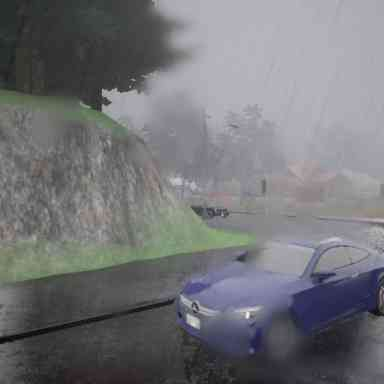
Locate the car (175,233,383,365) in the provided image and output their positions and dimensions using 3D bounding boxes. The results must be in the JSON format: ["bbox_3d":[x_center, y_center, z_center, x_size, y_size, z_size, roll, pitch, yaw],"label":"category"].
[{"bbox_3d":[1.907,1.526,5.952,4.674,1.442,1.812,0,0,-36],"label":"car"}]

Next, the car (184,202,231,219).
[{"bbox_3d":[1.288,1.601,29.672,1.895,1.301,4.718,0,0,-35],"label":"car"}]
